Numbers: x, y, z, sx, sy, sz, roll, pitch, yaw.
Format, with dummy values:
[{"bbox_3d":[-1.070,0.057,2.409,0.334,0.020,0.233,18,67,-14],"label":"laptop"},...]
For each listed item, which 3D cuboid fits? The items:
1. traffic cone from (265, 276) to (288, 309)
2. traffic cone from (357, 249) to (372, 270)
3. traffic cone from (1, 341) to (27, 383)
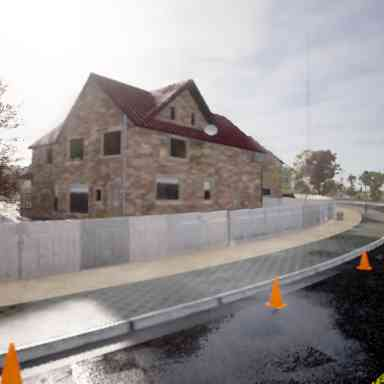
[{"bbox_3d":[1.716,2.003,6.760,0.340,0.580,0.340,0,0,-41],"label":"traffic cone"},{"bbox_3d":[5.219,2.007,10.053,0.340,0.580,0.340,0,0,45],"label":"traffic cone"},{"bbox_3d":[-2.029,1.987,3.749,0.340,0.580,0.340,0,-1,-37],"label":"traffic cone"}]
